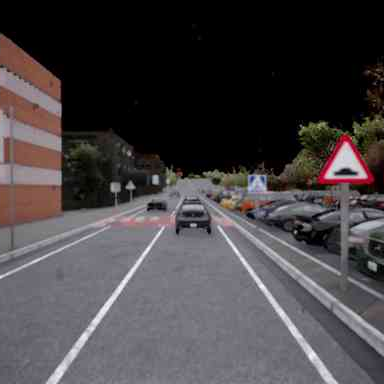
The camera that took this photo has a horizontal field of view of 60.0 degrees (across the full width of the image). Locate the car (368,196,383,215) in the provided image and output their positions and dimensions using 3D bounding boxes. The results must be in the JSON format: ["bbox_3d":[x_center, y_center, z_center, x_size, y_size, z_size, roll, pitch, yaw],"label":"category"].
[{"bbox_3d":[18.631,1.176,29.511,5.008,1.535,2.097,0,0,-1],"label":"car"}]

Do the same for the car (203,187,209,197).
[{"bbox_3d":[5.564,0.433,68.732,5.566,2.045,2.435,0,1,-1],"label":"car"}]

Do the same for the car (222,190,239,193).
[{"bbox_3d":[5.992,0.986,37.640,4.553,1.767,2.185,0,0,-1],"label":"car"}]

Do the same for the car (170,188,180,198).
[{"bbox_3d":[-3.833,0.229,75.025,2.150,2.045,5.566,0,1,-1],"label":"car"}]

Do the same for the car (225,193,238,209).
[{"bbox_3d":[6.213,1.154,31.992,5.366,1.575,1.946,0,0,-1],"label":"car"}]

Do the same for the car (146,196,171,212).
[{"bbox_3d":[-3.469,1.293,33.732,1.895,1.301,4.718,0,1,0],"label":"car"}]

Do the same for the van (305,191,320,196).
[{"bbox_3d":[18.546,0.814,46.326,4.442,1.987,1.878,0,0,-1],"label":"van"}]

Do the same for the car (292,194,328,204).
[{"bbox_3d":[18.395,1.024,51.971,4.792,1.488,2.163,0,0,-1],"label":"car"}]

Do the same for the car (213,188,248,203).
[{"bbox_3d":[5.922,0.814,43.290,5.566,2.045,2.435,0,0,-1],"label":"car"}]

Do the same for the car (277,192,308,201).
[{"bbox_3d":[18.260,0.892,60.577,5.008,1.535,2.097,0,2,-1],"label":"car"}]

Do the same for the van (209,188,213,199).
[{"bbox_3d":[5.808,0.669,60.382,4.442,1.987,1.878,0,1,-1],"label":"van"}]

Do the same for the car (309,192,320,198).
[{"bbox_3d":[18.468,1.064,43.502,4.892,1.521,2.231,0,0,-1],"label":"car"}]

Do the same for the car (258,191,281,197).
[{"bbox_3d":[18.063,0.460,77.524,5.008,1.535,2.097,0,1,-1],"label":"car"}]

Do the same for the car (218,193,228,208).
[{"bbox_3d":[5.809,1.131,34.813,5.366,1.575,1.946,0,0,-1],"label":"car"}]

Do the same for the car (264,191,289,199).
[{"bbox_3d":[18.142,0.609,71.754,4.892,1.521,2.231,0,1,-1],"label":"car"}]

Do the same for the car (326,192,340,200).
[{"bbox_3d":[18.531,1.107,37.980,5.008,1.535,2.097,0,0,-1],"label":"car"}]

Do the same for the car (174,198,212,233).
[{"bbox_3d":[0.062,1.339,18.546,1.837,1.490,4.892,0,1,0],"label":"car"}]

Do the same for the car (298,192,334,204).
[{"bbox_3d":[18.363,0.891,49.272,4.553,1.767,2.185,0,0,-1],"label":"car"}]

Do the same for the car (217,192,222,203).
[{"bbox_3d":[6.113,1.085,40.469,5.366,1.575,1.946,0,0,-1],"label":"car"}]

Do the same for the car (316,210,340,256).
[{"bbox_3d":[6.293,1.373,9.386,4.674,1.452,2.002,0,0,-1],"label":"car"}]

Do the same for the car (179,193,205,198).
[{"bbox_3d":[-0.034,1.166,35.578,2.128,1.511,4.902,0,1,0],"label":"car"}]

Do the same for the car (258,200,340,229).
[{"bbox_3d":[6.192,1.311,17.863,4.674,1.452,2.002,0,0,-1],"label":"car"}]

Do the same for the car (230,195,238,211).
[{"bbox_3d":[6.059,1.220,29.165,4.674,1.452,2.002,0,0,-1],"label":"car"}]

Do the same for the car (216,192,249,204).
[{"bbox_3d":[5.858,0.894,48.942,4.553,1.767,2.185,0,0,-1],"label":"car"}]

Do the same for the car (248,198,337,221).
[{"bbox_3d":[6.164,1.288,20.689,4.674,1.452,2.002,0,0,-1],"label":"car"}]

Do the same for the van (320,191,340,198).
[{"bbox_3d":[18.610,0.860,40.677,4.442,1.987,1.878,0,1,-1],"label":"van"}]

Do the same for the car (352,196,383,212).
[{"bbox_3d":[18.587,1.153,32.334,5.008,1.535,2.097,0,0,-1],"label":"car"}]

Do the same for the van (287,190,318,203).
[{"bbox_3d":[18.212,0.746,54.794,4.442,1.987,1.878,0,0,-1],"label":"van"}]

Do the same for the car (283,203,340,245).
[{"bbox_3d":[6.256,1.314,12.213,5.008,1.535,2.097,0,0,-1],"label":"car"}]

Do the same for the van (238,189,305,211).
[{"bbox_3d":[6.211,0.977,26.339,4.442,1.987,1.878,0,0,-1],"label":"van"}]

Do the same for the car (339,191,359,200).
[{"bbox_3d":[18.590,1.005,35.156,4.553,1.767,2.185,0,0,-1],"label":"car"}]

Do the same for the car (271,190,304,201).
[{"bbox_3d":[18.204,0.571,63.404,5.566,2.045,2.435,0,1,-1],"label":"car"}]

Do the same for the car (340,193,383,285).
[{"bbox_3d":[6.300,1.101,6.559,5.566,2.045,2.435,0,0,-1],"label":"car"}]

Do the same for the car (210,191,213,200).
[{"bbox_3d":[5.788,0.997,51.768,5.008,1.535,2.097,0,0,-1],"label":"car"}]

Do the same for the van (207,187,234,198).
[{"bbox_3d":[5.743,0.531,65.910,4.442,1.987,1.878,0,1,-1],"label":"van"}]

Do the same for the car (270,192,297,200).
[{"bbox_3d":[18.170,0.780,66.234,4.792,1.488,2.163,0,1,-1],"label":"car"}]

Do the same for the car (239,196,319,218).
[{"bbox_3d":[6.099,1.255,23.514,4.792,1.488,2.163,0,0,-1],"label":"car"}]

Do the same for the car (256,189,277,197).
[{"bbox_3d":[18.005,0.265,80.218,4.553,1.767,2.185,0,1,-1],"label":"car"}]
